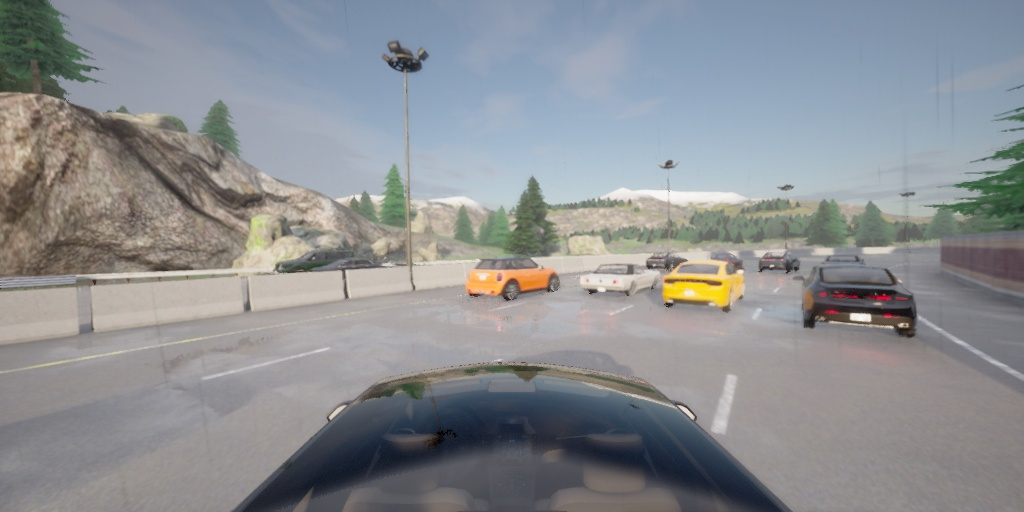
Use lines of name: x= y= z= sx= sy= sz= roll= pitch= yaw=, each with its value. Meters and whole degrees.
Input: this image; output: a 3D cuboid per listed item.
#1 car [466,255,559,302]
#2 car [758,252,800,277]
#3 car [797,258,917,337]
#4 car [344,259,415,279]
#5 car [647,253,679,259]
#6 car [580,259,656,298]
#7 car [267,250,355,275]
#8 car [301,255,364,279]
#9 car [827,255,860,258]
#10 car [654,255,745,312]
car: x=0.183 y=0.796 z=15.447 sx=2.097 sy=1.767 sz=4.553 roll=0 pitch=2 yaw=38
car: x=19.503 y=0.429 z=26.135 sx=4.902 sy=1.511 sz=2.128 roll=-2 pitch=2 yaw=-43
car: x=8.723 y=0.964 z=9.343 sx=1.837 sy=1.490 sz=4.892 roll=0 pitch=1 yaw=38
car: x=-7.688 y=0.993 z=22.769 sx=1.895 sy=1.301 sz=4.718 roll=0 pitch=2 yaw=39
car: x=12.663 y=0.455 z=29.272 sx=4.902 sy=1.511 sz=2.128 roll=-2 pitch=2 yaw=-44
car: x=4.929 y=0.970 z=15.804 sx=1.895 sy=1.301 sz=4.718 roll=0 pitch=2 yaw=40
car: x=-14.005 y=0.629 z=26.046 sx=2.150 sy=2.045 sz=5.566 roll=0 pitch=2 yaw=39
car: x=-11.029 y=0.913 z=24.147 sx=1.837 sy=1.490 sz=4.892 roll=0 pitch=2 yaw=39
car: x=21.800 y=0.563 z=23.545 sx=4.718 sy=1.301 sz=1.895 roll=-2 pitch=2 yaw=-43
car: x=6.815 y=0.892 z=12.556 sx=1.882 sy=1.535 sz=5.008 roll=0 pitch=2 yaw=39
